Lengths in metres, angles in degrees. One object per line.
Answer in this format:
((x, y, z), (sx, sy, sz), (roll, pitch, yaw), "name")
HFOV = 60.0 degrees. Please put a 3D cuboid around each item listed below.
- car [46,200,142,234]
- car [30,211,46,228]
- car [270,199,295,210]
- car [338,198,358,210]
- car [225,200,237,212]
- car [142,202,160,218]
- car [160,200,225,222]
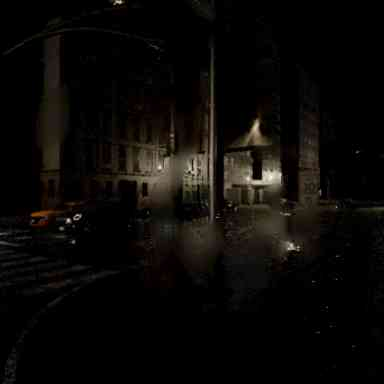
((-5.284, 1.259, 18.557), (2.097, 1.767, 4.553), (0, 0, 35), "car")
((-7.574, 1.390, 20.954), (1.882, 1.535, 5.008), (0, 0, 36), "car")
((11.581, 1.595, 42.467), (1.994, 1.385, 4.181), (0, 0, 36), "car")
((20.420, 1.575, 43.467), (1.812, 1.442, 4.674), (0, 0, 35), "car")
((3.299, 1.556, 36.411), (1.994, 1.385, 4.181), (0, 0, 35), "car")
((-2.406, 1.514, 28.307), (1.994, 1.385, 4.181), (0, 0, 35), "car")
((0.159, 1.494, 26.307), (2.033, 1.411, 5.357), (0, 0, 35), "car")
